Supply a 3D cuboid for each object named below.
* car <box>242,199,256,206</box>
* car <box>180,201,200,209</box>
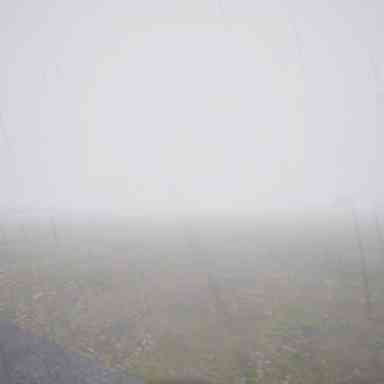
[{"bbox_3d":[14.807,2.581,86.072,2.097,1.767,4.553,0,-1,36],"label":"car"},{"bbox_3d":[-0.320,2.420,65.167,1.882,1.535,5.008,0,0,36],"label":"car"}]
